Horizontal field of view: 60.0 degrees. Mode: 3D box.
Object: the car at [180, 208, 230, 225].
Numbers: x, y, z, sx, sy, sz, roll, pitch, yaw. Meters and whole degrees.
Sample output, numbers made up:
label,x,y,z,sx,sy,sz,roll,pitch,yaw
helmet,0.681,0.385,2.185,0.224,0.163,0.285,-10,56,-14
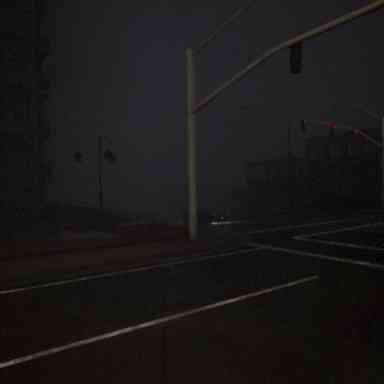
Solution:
label,x,y,z,sx,sy,sz,roll,pitch,yaw
car,0.911,2.105,29.412,2.033,1.411,5.357,-1,-7,-36
